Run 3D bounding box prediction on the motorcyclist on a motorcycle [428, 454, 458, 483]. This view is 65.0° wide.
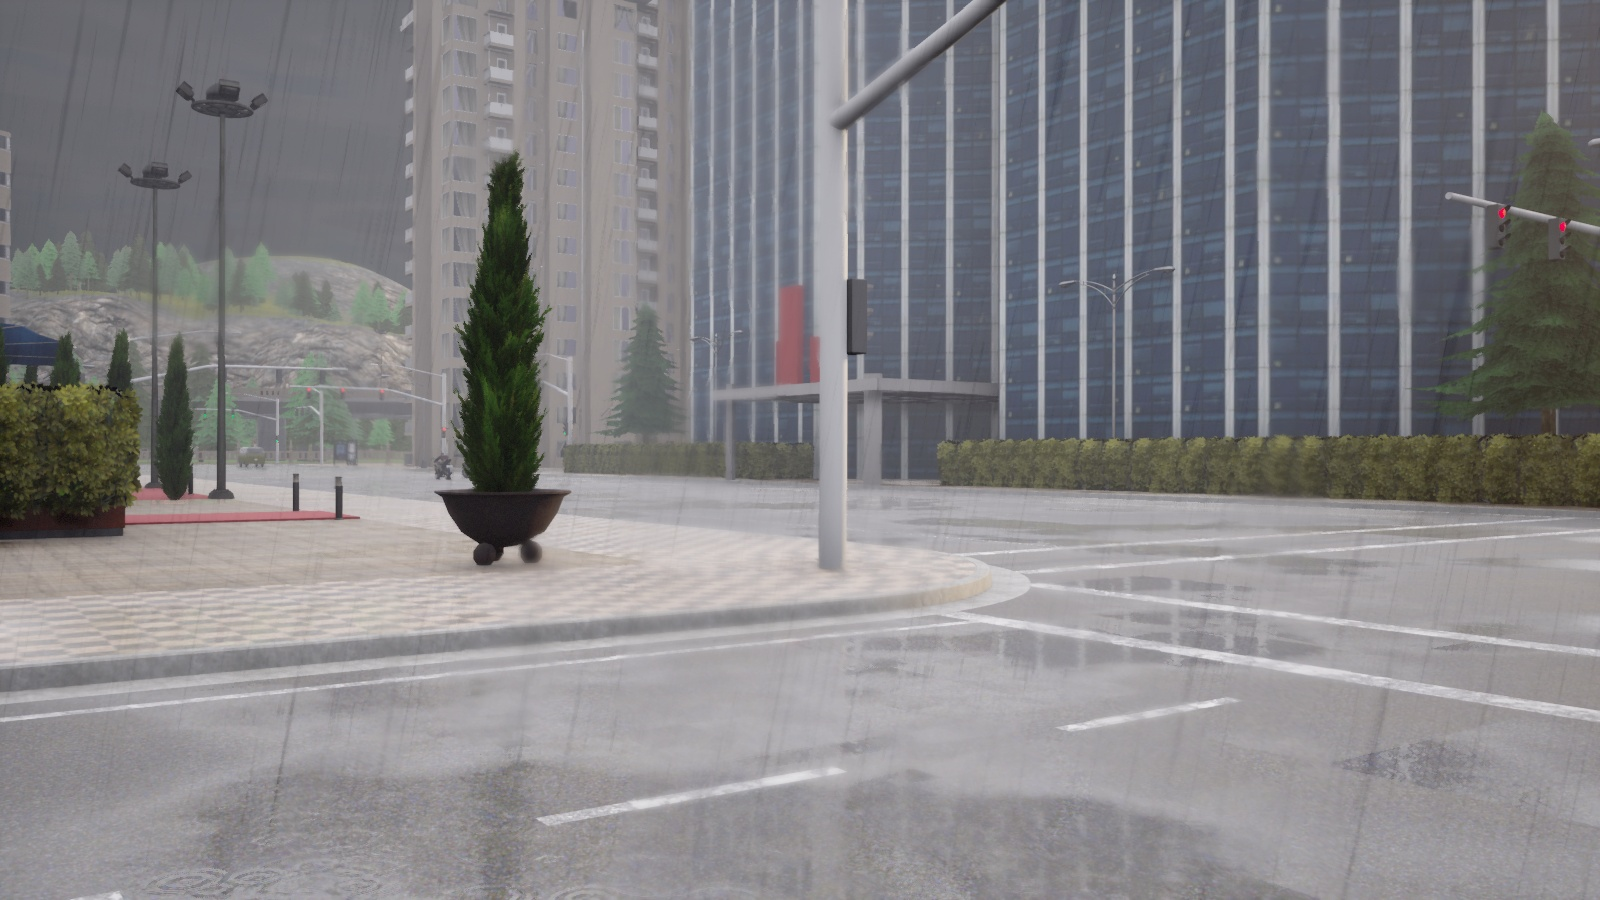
[{"bbox_3d":[-19.591,0.995,68.868,0.866,1.530,2.191,0,0,-35],"label":"motorcyclist on a motorcycle"}]
